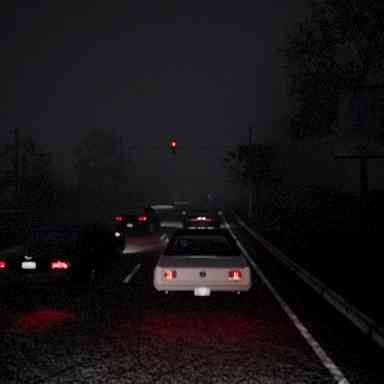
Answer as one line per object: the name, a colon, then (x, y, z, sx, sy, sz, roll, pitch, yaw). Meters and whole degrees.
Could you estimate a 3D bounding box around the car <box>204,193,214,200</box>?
car: (4.461, 1.130, 86.667, 1.882, 1.535, 5.008, 0, 0, 11)

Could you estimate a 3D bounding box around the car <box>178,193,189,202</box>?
car: (-1.995, 1.197, 68.648, 2.097, 1.767, 4.553, 0, 0, 8)

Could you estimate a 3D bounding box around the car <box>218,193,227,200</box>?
car: (7.982, 1.148, 86.462, 1.882, 1.535, 5.008, 0, 0, 11)

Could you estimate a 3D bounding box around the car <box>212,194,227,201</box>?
car: (6.318, 1.372, 76.757, 1.994, 1.385, 4.181, 0, 0, 10)

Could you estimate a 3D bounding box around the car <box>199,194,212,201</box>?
car: (2.722, 1.343, 76.447, 2.128, 1.511, 4.902, 0, 0, 10)

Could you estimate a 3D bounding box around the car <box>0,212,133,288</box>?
car: (-3.256, 1.526, 9.241, 2.033, 1.411, 5.357, 0, 0, 1)

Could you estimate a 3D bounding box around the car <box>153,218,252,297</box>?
car: (0.233, 1.581, 8.479, 1.895, 1.301, 4.718, 0, 0, 1)

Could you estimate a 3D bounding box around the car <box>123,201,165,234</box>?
car: (-2.938, 1.483, 18.818, 1.812, 1.442, 4.674, 0, 0, 4)

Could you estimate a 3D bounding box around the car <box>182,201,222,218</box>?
car: (0.523, 1.464, 17.703, 1.837, 1.490, 4.892, 0, 0, 2)

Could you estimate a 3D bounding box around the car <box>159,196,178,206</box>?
car: (-3.998, 1.479, 53.300, 1.895, 1.301, 4.718, 0, 0, 7)
